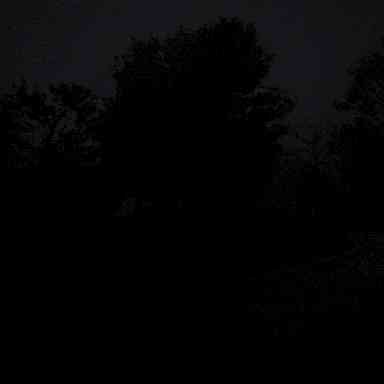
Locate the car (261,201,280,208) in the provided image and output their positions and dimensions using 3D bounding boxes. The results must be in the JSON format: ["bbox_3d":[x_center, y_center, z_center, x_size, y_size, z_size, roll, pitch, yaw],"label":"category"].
[{"bbox_3d":[21.395,3.444,90.668,2.185,1.767,4.553,2,-2,-40],"label":"car"}]

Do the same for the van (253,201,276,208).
[{"bbox_3d":[14.876,2.720,69.308,1.878,1.987,4.442,1,-2,-40],"label":"van"}]

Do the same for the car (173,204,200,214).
[{"bbox_3d":[-0.981,2.803,55.850,2.002,1.452,4.674,0,-1,-40],"label":"car"}]

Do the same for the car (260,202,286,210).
[{"bbox_3d":[17.207,2.992,70.870,1.946,1.575,5.366,1,-2,-40],"label":"car"}]

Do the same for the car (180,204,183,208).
[{"bbox_3d":[-3.379,2.629,53.776,2.185,1.767,4.553,0,-1,-40],"label":"car"}]

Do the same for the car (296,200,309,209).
[{"bbox_3d":[23.483,2.947,76.431,2.435,2.045,5.566,2,-2,-40],"label":"car"}]

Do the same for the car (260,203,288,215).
[{"bbox_3d":[12.725,2.874,52.356,1.882,1.535,5.008,4,-4,-40],"label":"car"}]

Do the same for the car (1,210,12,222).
[{"bbox_3d":[-22.158,2.752,38.297,2.002,1.452,4.674,0,-1,-40],"label":"car"}]
